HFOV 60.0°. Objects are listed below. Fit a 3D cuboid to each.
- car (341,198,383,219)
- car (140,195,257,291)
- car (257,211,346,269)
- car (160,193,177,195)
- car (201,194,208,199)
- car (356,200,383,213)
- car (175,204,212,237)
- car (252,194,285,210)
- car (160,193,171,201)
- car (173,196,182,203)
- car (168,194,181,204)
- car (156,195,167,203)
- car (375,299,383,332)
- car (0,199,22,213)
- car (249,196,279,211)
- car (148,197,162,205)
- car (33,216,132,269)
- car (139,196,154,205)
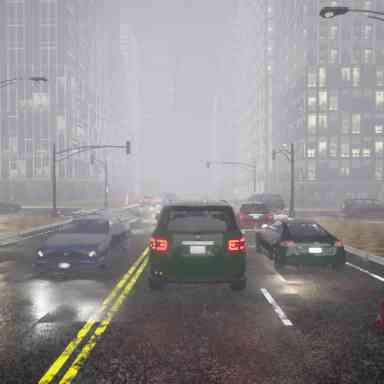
[{"bbox_3d":[16.263,1.519,30.385,5.009,1.841,2.192,1,0,1],"label":"car"},{"bbox_3d":[0.120,1.218,9.170,2.150,2.045,5.566,0,0,0],"label":"car"},{"bbox_3d":[3.373,1.559,11.097,1.994,1.385,4.181,0,0,0],"label":"car"},{"bbox_3d":[-3.257,1.185,51.726,2.150,2.045,5.566,0,0,-1],"label":"car"},{"bbox_3d":[3.439,1.219,91.619,1.882,1.535,5.008,0,0,0],"label":"car"},{"bbox_3d":[21.889,1.642,38.660,4.829,1.417,1.752,1,0,1],"label":"car"},{"bbox_3d":[0.135,1.516,18.852,1.812,1.442,4.674,0,0,2],"label":"car"},{"bbox_3d":[7.239,1.254,36.333,5.566,2.045,2.150,1,1,1],"label":"car"},{"bbox_3d":[-6.336,1.153,79.757,2.150,2.045,5.566,0,0,0],"label":"car"},{"bbox_3d":[-3.103,1.535,71.590,1.895,1.301,4.718,0,0,0],"label":"car"},{"bbox_3d":[-3.187,1.304,61.537,2.097,1.767,4.553,0,0,0],"label":"car"},{"bbox_3d":[-6.358,1.420,69.187,1.882,1.535,5.008,0,0,0],"label":"car"},{"bbox_3d":[3.355,1.600,2.272,1.895,1.301,4.718,0,0,0],"label":"car"},{"bbox_3d":[-19.572,1.405,33.638,4.181,1.385,1.994,1,1,1],"label":"car"},{"bbox_3d":[3.390,1.342,19.711,2.097,1.767,4.553,0,0,0],"label":"car"},{"bbox_3d":[-6.451,1.556,58.933,1.895,1.301,4.718,0,0,0],"label":"car"},{"bbox_3d":[-3.333,1.542,11.369,2.033,1.411,5.357,0,0,0],"label":"car"},{"bbox_3d":[-6.520,1.317,49.943,2.097,1.767,4.553,0,0,1],"label":"car"}]
